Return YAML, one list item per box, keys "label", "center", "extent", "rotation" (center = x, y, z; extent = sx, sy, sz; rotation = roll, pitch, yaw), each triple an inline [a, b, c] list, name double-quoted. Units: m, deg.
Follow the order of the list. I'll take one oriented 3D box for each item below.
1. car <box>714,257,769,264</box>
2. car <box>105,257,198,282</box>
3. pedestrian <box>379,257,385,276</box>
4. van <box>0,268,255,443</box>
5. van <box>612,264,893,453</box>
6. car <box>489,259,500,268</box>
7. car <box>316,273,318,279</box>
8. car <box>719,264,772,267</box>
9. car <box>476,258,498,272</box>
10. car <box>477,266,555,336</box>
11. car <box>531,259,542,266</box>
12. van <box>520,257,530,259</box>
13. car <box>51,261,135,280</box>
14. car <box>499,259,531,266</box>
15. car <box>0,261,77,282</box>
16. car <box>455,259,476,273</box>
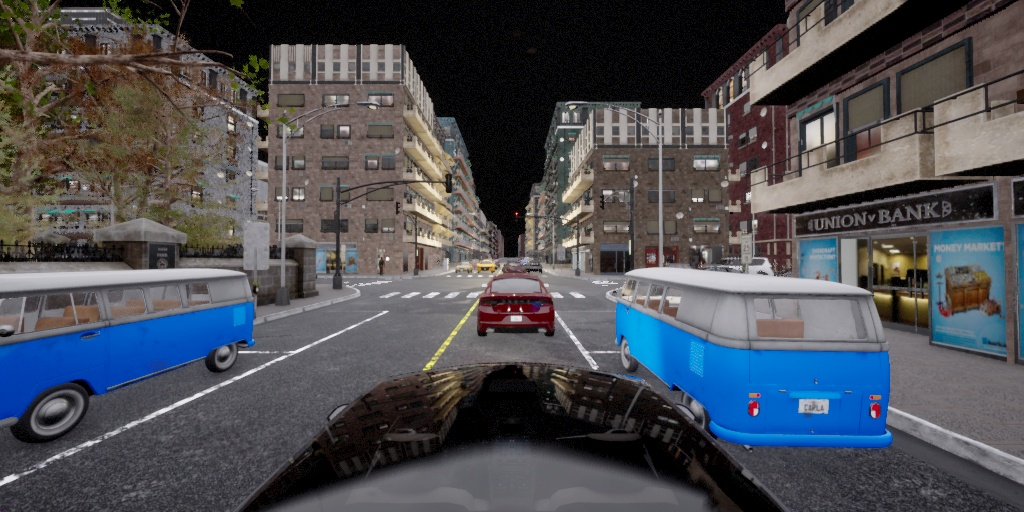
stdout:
- label: "car"
  center: [17.575, 1.116, 28.522]
  extent: [5.566, 2.045, 2.150]
  rotation: [0, -1, 0]
- label: "car"
  center: [-25.831, 0.950, 25.827]
  extent: [4.553, 1.767, 2.097]
  rotation: [0, -1, 1]
- label: "pedestrian"
  center: [-12.540, 0.969, 34.408]
  extent: [0.375, 1.860, 0.375]
  rotation: [0, -1, 1]
- label: "van"
  center: [-5.656, 1.092, 5.022]
  extent: [1.690, 1.789, 3.998]
  rotation: [0, 0, 0]
- label: "van"
  center: [2.658, 1.092, 5.020]
  extent: [1.690, 1.789, 3.998]
  rotation: [0, 0, 0]
- label: "car"
  center: [-3.062, 1.301, 63.758]
  extent: [1.812, 1.442, 4.674]
  rotation: [0, 0, 0]
- label: "car"
  center: [-16.605, 1.139, 25.715]
  extent: [4.902, 1.511, 2.128]
  rotation: [0, -1, 1]
- label: "car"
  center: [13.534, 1.333, 22.755]
  extent: [4.313, 1.339, 1.948]
  rotation: [0, 0, 1]
- label: "car"
  center: [-3.102, 1.243, 43.658]
  extent: [1.882, 1.535, 5.008]
  rotation: [0, 0, 0]
- label: "car"
  center: [0.098, 1.230, 10.381]
  extent: [1.882, 1.535, 5.008]
  rotation: [0, 0, 0]
- label: "car"
  center: [2.691, 1.331, 42.967]
  extent: [1.948, 1.339, 4.313]
  rotation: [0, 0, 0]
- label: "van"
  center: [2.690, 1.114, 59.894]
  extent: [1.690, 1.789, 3.998]
  rotation: [0, 0, 0]
- label: "car"
  center: [-33.946, 1.137, 29.119]
  extent: [4.674, 1.442, 1.812]
  rotation: [0, -1, 1]
- label: "car"
  center: [0.223, 1.288, 36.656]
  extent: [1.812, 1.442, 4.674]
  rotation: [-1, 0, -11]
- label: "car"
  center: [-35.359, 1.094, 25.945]
  extent: [5.357, 1.411, 2.033]
  rotation: [0, -1, 1]
- label: "car"
  center: [-5.690, 1.291, 42.796]
  extent: [1.751, 1.417, 4.829]
  rotation: [0, 0, 0]
